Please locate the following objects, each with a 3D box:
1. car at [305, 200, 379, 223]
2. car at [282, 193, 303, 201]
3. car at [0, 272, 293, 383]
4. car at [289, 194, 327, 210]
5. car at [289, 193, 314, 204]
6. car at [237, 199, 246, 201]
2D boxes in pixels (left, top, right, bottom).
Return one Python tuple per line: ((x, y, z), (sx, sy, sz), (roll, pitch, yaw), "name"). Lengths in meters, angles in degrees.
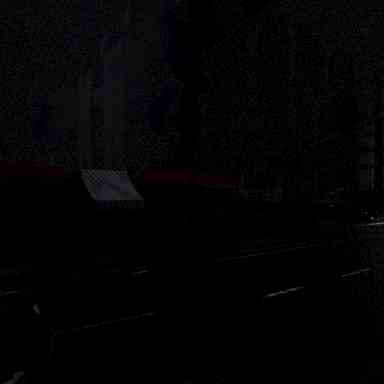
((11.415, 1.546, 25.224), (1.895, 1.301, 4.718), (0, 0, -36), "car")
((17.141, 1.114, 57.714), (1.905, 1.878, 3.866), (0, 0, -36), "car")
((-1.290, 1.601, 3.080), (4.718, 1.301, 1.895), (0, 0, -35), "car")
((11.754, 1.296, 30.725), (2.097, 1.767, 4.553), (0, 0, -36), "car")
((19.534, 1.114, 59.424), (1.905, 1.878, 3.866), (0, 0, -36), "car")
((5.251, 1.470, 33.759), (1.812, 1.442, 4.674), (0, 0, -36), "car")
